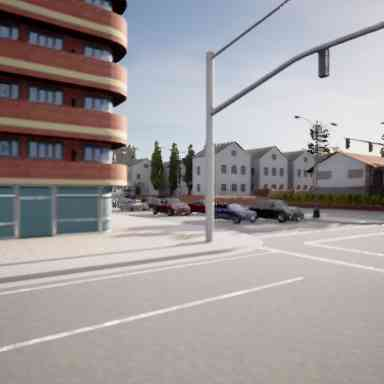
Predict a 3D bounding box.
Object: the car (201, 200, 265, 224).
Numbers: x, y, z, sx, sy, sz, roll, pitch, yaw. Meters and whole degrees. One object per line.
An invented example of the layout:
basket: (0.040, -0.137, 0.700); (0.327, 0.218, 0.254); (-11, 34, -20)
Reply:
car: (2.972, 1.567, 25.408); (1.812, 1.442, 4.674); (0, 0, -35)

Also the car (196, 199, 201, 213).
car: (1.368, 1.527, 33.879); (1.882, 1.535, 5.008); (0, 0, -35)

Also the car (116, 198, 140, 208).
car: (-9.673, 1.614, 49.933); (1.994, 1.385, 4.181); (0, 0, -35)

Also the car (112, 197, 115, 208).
car: (-12.849, 1.263, 48.382); (2.150, 2.045, 5.566); (0, 0, -34)

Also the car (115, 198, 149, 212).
car: (-7.106, 1.642, 40.012); (1.895, 1.301, 4.718); (0, 0, -34)

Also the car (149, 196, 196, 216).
car: (-2.013, 1.393, 32.613); (2.097, 1.767, 4.553); (0, 0, -34)

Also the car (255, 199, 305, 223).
car: (6.609, 1.402, 26.297); (2.097, 1.767, 4.553); (0, 0, -35)

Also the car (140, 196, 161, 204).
car: (-8.642, 1.621, 68.850); (2.033, 1.411, 5.357); (0, 0, -35)

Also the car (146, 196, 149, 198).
car: (-4.003, 1.555, 41.676); (1.837, 1.490, 4.892); (0, 0, -35)
